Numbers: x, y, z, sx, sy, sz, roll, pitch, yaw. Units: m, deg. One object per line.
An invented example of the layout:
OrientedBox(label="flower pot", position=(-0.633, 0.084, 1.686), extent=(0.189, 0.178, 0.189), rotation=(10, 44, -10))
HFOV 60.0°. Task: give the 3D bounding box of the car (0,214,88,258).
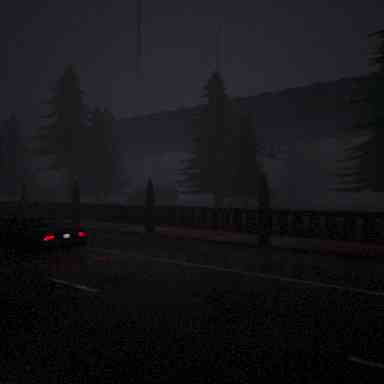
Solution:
OrientedBox(label="car", position=(-6.314, 1.551, 12.793), extent=(5.357, 1.411, 2.033), rotation=(0, 0, 35))
